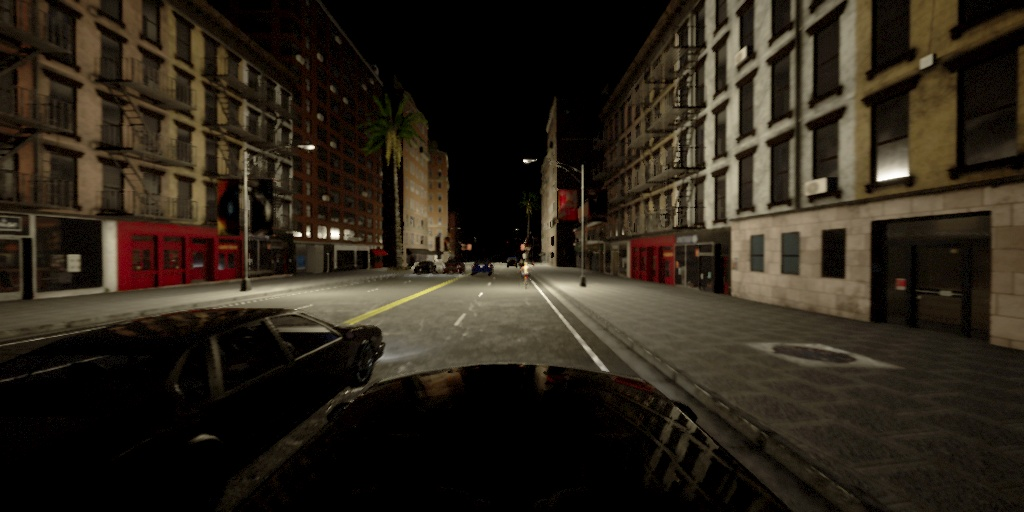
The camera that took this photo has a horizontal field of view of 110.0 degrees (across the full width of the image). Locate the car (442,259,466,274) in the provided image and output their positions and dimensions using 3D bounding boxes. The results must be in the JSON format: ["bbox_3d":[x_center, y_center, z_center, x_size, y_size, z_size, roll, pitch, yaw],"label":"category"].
[{"bbox_3d":[-6.594,1.144,40.902,2.097,1.767,4.553,0,0,0],"label":"car"}]

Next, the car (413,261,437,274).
[{"bbox_3d":[-9.843,1.298,40.976,1.837,1.490,4.892,0,0,0],"label":"car"}]

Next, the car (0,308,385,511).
[{"bbox_3d":[-3.150,1.296,3.878,2.033,1.411,5.357,0,0,0],"label":"car"}]

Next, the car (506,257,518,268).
[{"bbox_3d":[0.032,1.377,64.257,1.837,1.490,4.892,0,-1,1],"label":"car"}]

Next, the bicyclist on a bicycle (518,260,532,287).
[{"bbox_3d":[0.871,1.197,22.686,0.866,1.612,1.509,0,0,0],"label":"bicyclist on a bicycle"}]

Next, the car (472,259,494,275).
[{"bbox_3d":[-3.159,1.140,39.252,2.097,1.767,4.553,0,0,0],"label":"car"}]
